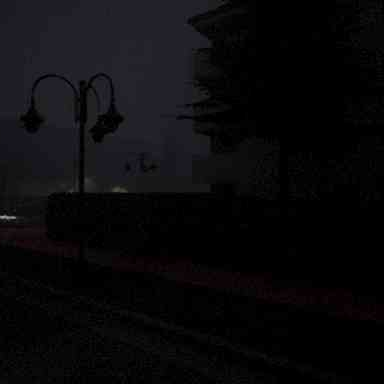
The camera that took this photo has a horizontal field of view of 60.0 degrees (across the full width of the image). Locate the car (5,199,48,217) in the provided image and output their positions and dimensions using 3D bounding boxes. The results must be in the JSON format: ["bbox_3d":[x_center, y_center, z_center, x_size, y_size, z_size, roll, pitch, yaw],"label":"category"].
[{"bbox_3d":[-13.033,1.282,28.299,1.994,1.385,4.181,1,0,36],"label":"car"}]

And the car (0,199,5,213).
[{"bbox_3d":[-16.374,1.279,29.712,1.895,1.301,4.718,1,0,37],"label":"car"}]
